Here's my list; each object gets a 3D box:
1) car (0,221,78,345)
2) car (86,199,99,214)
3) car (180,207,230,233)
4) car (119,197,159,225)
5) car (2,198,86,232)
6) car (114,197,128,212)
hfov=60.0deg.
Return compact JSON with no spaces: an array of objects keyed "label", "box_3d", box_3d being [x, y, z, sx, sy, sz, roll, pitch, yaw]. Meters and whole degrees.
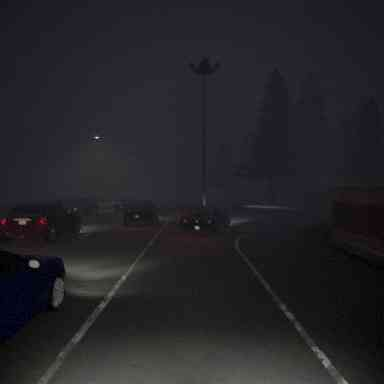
[{"label":"car","box_3d":[-3.398,1.451,4.537,1.882,1.535,5.008,0,0,0]},{"label":"car","box_3d":[-10.399,1.342,31.873,1.812,1.442,4.674,0,0,0]},{"label":"car","box_3d":[0.893,1.492,18.819,1.895,1.301,4.718,0,0,17]},{"label":"car","box_3d":[-3.397,1.345,22.939,1.882,1.535,5.008,0,0,0]},{"label":"car","box_3d":[-6.900,1.261,15.675,2.097,1.767,4.553,0,0,0]},{"label":"car","box_3d":[-6.897,1.288,35.146,2.128,1.511,4.902,0,0,0]}]
